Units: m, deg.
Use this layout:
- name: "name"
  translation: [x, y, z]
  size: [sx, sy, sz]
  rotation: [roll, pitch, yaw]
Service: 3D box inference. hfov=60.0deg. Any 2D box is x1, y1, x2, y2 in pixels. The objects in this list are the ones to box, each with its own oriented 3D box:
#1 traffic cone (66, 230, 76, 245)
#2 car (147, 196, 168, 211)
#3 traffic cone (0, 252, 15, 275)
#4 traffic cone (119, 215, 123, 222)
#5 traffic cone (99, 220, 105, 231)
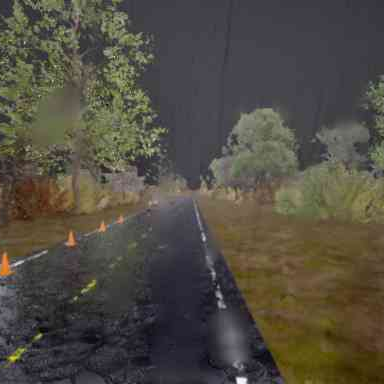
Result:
- name: "traffic cone"
  translation: [-5.128, 1.925, 14.116]
  size: [0.340, 0.580, 0.340]
  rotation: [0, 0, 0]
- name: "car"
  translation: [-3.982, 1.241, 39.146]
  size: [2.097, 1.767, 4.553]
  rotation: [0, 0, 0]
- name: "traffic cone"
  translation: [-5.118, 1.936, 9.116]
  size: [0.340, 0.580, 0.340]
  rotation: [0, 0, 0]
- name: "traffic cone"
  translation: [-5.149, 1.902, 24.116]
  size: [0.340, 0.580, 0.340]
  rotation: [0, 0, 0]
- name: "traffic cone"
  translation: [-5.139, 1.914, 19.116]
  size: [0.340, 0.580, 0.340]
  rotation: [0, 0, 0]
